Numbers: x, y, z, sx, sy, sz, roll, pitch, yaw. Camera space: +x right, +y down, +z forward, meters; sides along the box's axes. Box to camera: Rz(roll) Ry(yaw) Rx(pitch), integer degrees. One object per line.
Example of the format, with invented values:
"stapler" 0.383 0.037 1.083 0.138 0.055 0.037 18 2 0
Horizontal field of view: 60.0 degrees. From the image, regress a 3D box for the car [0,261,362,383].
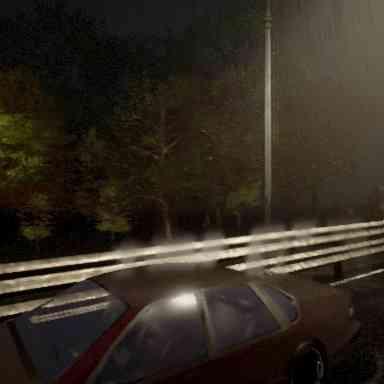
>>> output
"car" -0.396 1.540 3.403 5.357 1.411 2.033 0 0 -36
